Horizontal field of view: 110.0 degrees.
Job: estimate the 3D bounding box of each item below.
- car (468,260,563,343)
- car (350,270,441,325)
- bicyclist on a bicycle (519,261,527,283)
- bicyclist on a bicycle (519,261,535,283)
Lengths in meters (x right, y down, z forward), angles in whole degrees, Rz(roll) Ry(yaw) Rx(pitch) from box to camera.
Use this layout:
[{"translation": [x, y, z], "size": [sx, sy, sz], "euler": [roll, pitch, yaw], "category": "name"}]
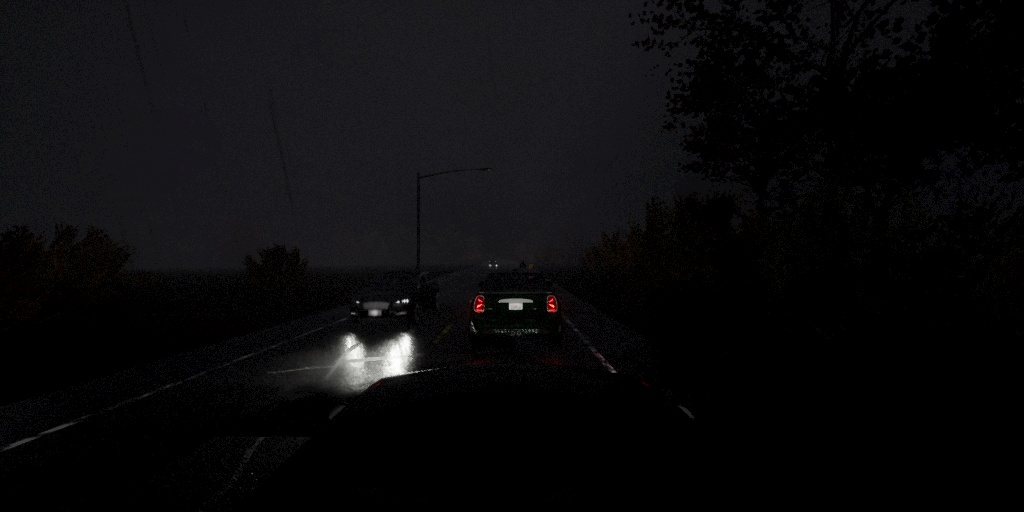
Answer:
[{"translation": [0.072, 1.099, 9.808], "size": [2.097, 1.767, 4.553], "euler": [0, 0, 0], "category": "car"}, {"translation": [-3.636, 1.238, 11.933], "size": [2.128, 1.511, 4.902], "euler": [0, 0, 0], "category": "car"}, {"translation": [0.839, 1.193, 27.269], "size": [0.582, 1.620, 1.656], "euler": [0, 0, 0], "category": "bicyclist on a bicycle"}, {"translation": [0.902, 1.181, 17.152], "size": [0.866, 1.612, 1.509], "euler": [0, 0, 0], "category": "bicyclist on a bicycle"}]
